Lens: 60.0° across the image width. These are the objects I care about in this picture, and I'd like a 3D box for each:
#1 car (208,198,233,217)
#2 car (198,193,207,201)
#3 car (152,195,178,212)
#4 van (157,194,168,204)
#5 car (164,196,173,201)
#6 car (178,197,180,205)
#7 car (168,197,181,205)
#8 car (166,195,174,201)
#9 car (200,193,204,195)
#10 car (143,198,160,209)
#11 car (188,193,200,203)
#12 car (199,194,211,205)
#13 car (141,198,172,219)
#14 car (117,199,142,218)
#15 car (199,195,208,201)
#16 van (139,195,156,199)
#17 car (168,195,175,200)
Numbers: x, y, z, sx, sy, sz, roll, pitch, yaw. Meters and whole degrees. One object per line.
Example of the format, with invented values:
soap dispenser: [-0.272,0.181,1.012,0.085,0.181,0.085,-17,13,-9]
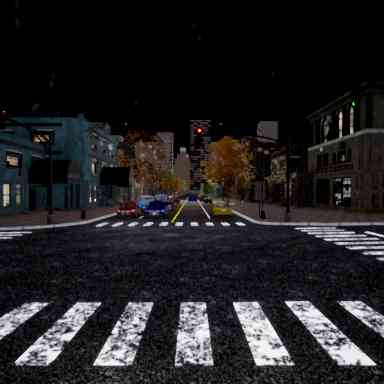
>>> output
car: [2.706,1.520,30.533,1.752,1.417,4.829,-1,0,0]
car: [2.737,1.297,85.826,2.192,1.841,5.009,-1,0,0]
car: [-3.075,1.484,38.820,2.128,1.511,4.902,0,0,0]
van: [-5.656,1.328,63.645,1.690,1.788,3.998,0,0,0]
car: [-5.645,1.549,80.284,1.947,1.339,4.313,0,0,0]
car: [-3.063,1.555,47.944,1.994,1.385,4.181,0,0,0]
car: [-3.028,1.589,58.054,1.895,1.301,4.718,0,0,0]
car: [-5.641,1.526,85.831,1.887,1.381,4.507,0,0,0]
car: [2.733,1.551,74.733,1.947,1.339,4.313,-1,0,0]
car: [-5.665,1.536,47.007,1.887,1.381,4.507,0,0,0]
car: [0.110,1.463,70.795,1.882,1.535,5.008,0,0,0]
car: [2.723,1.539,58.094,2.008,1.369,4.403,-1,0,0]
car: [-3.099,1.521,29.621,1.812,1.442,4.674,0,0,0]
car: [-5.674,1.577,30.367,1.802,1.307,4.206,0,0,0]
car: [2.737,1.528,80.279,1.887,1.381,4.507,-1,0,0]
van: [-5.669,1.333,41.460,1.690,1.788,3.998,0,0,0]
car: [-5.638,1.562,91.377,1.802,1.307,4.206,0,0,0]
